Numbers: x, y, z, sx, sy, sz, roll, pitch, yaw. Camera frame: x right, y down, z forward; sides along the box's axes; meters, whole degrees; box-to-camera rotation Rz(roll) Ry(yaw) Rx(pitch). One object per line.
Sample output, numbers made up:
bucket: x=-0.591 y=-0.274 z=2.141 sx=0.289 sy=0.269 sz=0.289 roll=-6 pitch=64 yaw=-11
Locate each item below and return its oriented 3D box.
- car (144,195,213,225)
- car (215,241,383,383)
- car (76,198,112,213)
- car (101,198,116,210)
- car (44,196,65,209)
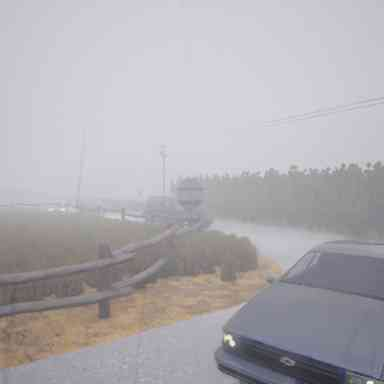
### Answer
car: x=-1.021 y=1.226 z=20.795 sx=2.150 sy=2.045 sz=5.566 roll=0 pitch=0 yaw=-36
car: x=2.574 y=1.551 z=5.203 sx=2.033 sy=1.411 sz=5.357 roll=0 pitch=0 yaw=40
car: x=-10.198 y=1.608 z=33.720 sx=1.895 sy=1.301 sz=4.718 roll=0 pitch=0 yaw=-35
car: x=-10.911 y=1.501 z=40.580 sx=2.128 sy=1.511 sz=4.902 roll=0 pitch=0 yaw=-35
car: x=-19.345 y=1.358 z=46.738 sx=2.097 sy=1.767 sz=4.553 roll=0 pitch=0 yaw=-35
